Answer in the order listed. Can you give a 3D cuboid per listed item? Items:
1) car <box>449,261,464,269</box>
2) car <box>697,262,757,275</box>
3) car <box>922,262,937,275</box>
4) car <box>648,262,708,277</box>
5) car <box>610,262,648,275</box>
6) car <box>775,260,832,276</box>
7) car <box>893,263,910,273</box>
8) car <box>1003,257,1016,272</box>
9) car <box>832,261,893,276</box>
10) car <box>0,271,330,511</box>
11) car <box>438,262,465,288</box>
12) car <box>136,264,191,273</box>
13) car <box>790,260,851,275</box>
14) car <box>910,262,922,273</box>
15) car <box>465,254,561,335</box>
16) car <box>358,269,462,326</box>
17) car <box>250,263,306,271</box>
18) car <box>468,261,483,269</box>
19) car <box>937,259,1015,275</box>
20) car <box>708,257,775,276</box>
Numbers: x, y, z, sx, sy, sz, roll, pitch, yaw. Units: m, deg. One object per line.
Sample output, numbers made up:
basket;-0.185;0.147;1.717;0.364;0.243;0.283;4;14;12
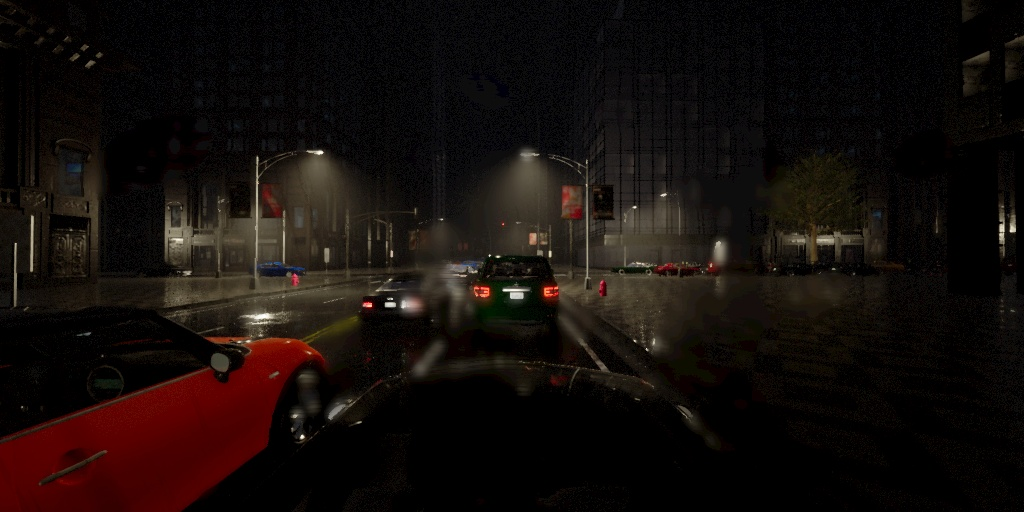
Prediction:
car;-9.711;1.571;63.178;1.812;1.442;4.674;0;0;1
car;23.464;1.335;39.222;5.357;1.411;2.033;0;-1;-1
car;45.265;1.202;36.319;4.892;1.490;1.837;0;-1;-1
car;15.370;1.327;33.330;4.207;1.307;1.802;0;0;-1
car;13.214;1.422;39.075;4.718;1.301;1.895;0;-1;0
car;26.646;1.276;33.485;4.313;1.339;1.948;0;0;-1
car;43.278;1.296;42.241;4.829;1.417;1.751;0;0;-1
car;49.198;0.973;33.797;5.009;1.841;2.192;0;0;-1
car;32.283;1.260;33.563;4.313;1.339;1.948;0;0;-1
car;-3.147;1.102;2.303;2.097;1.767;4.553;0;0;0
car;-3.121;1.280;21.451;2.128;1.511;4.902;0;0;0
car;-34.356;1.507;35.453;4.674;1.442;1.812;0;-1;0
car;33.766;1.251;39.348;4.902;1.511;2.128;0;-1;-1
car;49.087;1.326;42.321;4.313;1.339;1.948;0;0;-1
car;0.115;0.979;10.630;2.150;2.045;5.566;0;0;0
car;-3.120;1.307;11.714;2.033;1.411;5.357;0;0;0
car;-23.038;1.407;35.427;5.008;1.535;1.882;0;-1;0
car;-6.451;1.599;64.033;2.033;1.411;5.357;0;0;1
car;43.559;1.214;33.720;4.507;1.381;1.888;0;0;-1
car;21.008;1.041;33.408;5.009;1.841;2.192;0;0;-1
